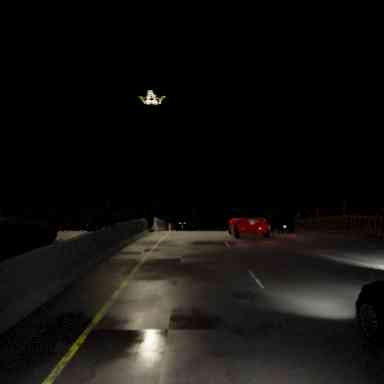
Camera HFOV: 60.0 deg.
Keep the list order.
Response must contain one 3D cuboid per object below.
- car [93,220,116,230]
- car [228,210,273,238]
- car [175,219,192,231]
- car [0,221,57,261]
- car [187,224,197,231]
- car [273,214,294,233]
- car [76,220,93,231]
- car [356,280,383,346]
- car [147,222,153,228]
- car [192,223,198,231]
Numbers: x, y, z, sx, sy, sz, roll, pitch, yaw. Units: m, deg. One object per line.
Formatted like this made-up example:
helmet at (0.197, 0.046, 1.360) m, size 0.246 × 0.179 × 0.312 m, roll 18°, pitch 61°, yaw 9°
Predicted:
car at (-10.582, 4.215, 42.030) m, size 1.994 × 1.385 × 4.181 m, roll 0°, pitch -7°, yaw 0°
car at (3.605, 2.006, 22.001) m, size 2.097 × 1.767 × 4.553 m, roll 0°, pitch -4°, yaw 0°
car at (-1.214, 4.376, 43.862) m, size 1.837 × 1.490 × 4.892 m, roll 0°, pitch -7°, yaw 0°
car at (-7.097, 1.830, 13.004) m, size 1.895 × 1.301 × 4.718 m, roll 0°, pitch -2°, yaw 0°
car at (0.020, 7.959, 74.642) m, size 2.128 × 1.511 × 4.902 m, roll 0°, pitch -7°, yaw 2°
car at (7.107, 2.603, 27.911) m, size 1.837 × 1.490 × 4.892 m, roll 0°, pitch -5°, yaw 0°
car at (-14.080, 4.477, 44.941) m, size 1.882 × 1.535 × 5.008 m, roll 0°, pitch -7°, yaw 0°
car at (3.601, 1.581, 3.549) m, size 1.812 × 1.442 × 4.674 m, roll 0°, pitch -1°, yaw 0°
car at (-7.053, 5.641, 54.023) m, size 2.033 × 1.411 × 5.357 m, roll 0°, pitch -7°, yaw 1°
car at (0.018, 6.363, 60.601) m, size 1.882 × 1.535 × 5.008 m, roll 0°, pitch -7°, yaw 0°
